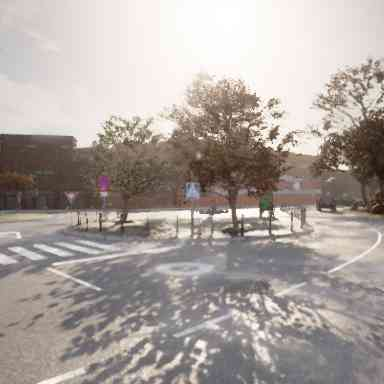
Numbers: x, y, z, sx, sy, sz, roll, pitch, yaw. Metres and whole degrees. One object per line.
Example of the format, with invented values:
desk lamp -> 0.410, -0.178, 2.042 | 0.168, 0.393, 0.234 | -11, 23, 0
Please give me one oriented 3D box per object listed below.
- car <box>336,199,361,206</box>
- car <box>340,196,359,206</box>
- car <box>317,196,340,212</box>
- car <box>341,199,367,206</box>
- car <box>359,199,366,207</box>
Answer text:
car -> 34.329, 2.279, 72.983 | 2.002, 1.452, 4.674 | 0, -1, -42
car -> 32.205, 1.971, 71.122 | 2.435, 2.045, 5.566 | 1, -1, -42
car -> 18.769, 1.652, 46.501 | 2.150, 2.045, 5.566 | -1, -1, 17
car -> 36.435, 2.255, 74.869 | 2.097, 1.535, 5.008 | 0, -1, -42
car -> 33.361, 2.192, 61.834 | 4.181, 1.385, 1.994 | 1, -1, -42
